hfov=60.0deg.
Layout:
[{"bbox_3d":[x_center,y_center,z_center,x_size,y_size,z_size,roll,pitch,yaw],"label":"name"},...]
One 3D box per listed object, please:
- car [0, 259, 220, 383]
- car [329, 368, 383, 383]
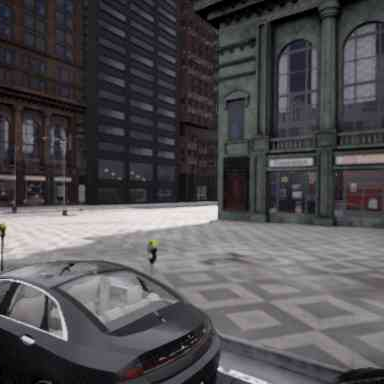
[{"bbox_3d":[-1.756,1.552,4.205,4.403,1.369,2.008,0,1,36],"label":"car"},{"bbox_3d":[2.479,1.566,1.183,4.313,1.339,1.947,0,1,36],"label":"car"}]
